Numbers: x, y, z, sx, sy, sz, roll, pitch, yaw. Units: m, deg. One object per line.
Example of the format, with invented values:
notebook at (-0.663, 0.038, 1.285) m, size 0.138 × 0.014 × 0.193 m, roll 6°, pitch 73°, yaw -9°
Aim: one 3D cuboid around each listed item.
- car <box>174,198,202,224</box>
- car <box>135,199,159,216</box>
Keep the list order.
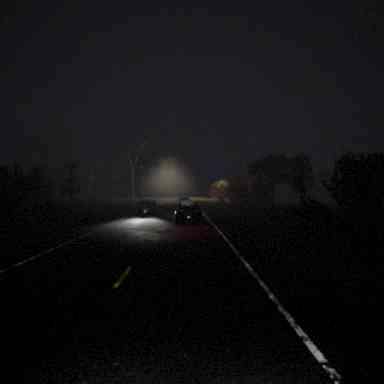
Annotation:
car at (-0.279, 1.410, 23.794) m, size 2.128 × 1.511 × 4.902 m, roll 0°, pitch 0°, yaw -2°
car at (-4.099, 1.386, 30.913) m, size 2.128 × 1.511 × 4.902 m, roll 0°, pitch 0°, yaw -2°
